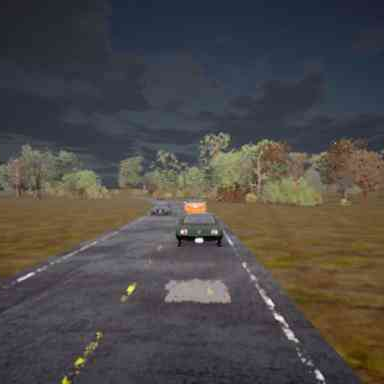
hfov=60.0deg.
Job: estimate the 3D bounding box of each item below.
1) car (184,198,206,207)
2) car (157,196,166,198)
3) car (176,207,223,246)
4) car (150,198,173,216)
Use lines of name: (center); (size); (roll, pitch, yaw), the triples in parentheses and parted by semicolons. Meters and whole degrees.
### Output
car: (0.267, 1.355, 32.829); (2.097, 1.767, 4.553); (0, 0, -1)
car: (-6.809, 1.502, 74.099); (1.895, 1.301, 4.718); (0, 0, -9)
car: (0.319, 1.603, 15.266); (1.895, 1.301, 4.718); (0, 0, 1)
car: (-2.909, 1.564, 32.126); (1.994, 1.385, 4.181); (0, 0, -2)
